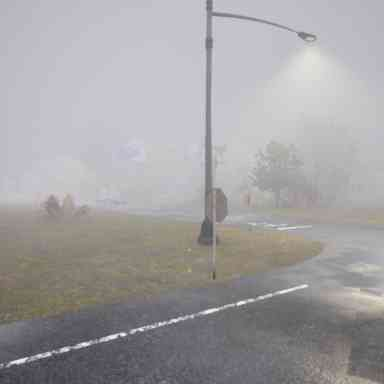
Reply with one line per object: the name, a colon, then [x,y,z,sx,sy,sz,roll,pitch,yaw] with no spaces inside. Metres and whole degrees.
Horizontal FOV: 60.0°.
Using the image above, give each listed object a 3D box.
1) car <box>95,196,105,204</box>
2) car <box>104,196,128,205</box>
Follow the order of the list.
car: [-16.258,1.412,60.927,1.812,1.442,4.674,0,0,-34]
car: [-12.425,1.499,55.248,1.895,1.301,4.718,0,0,-33]
